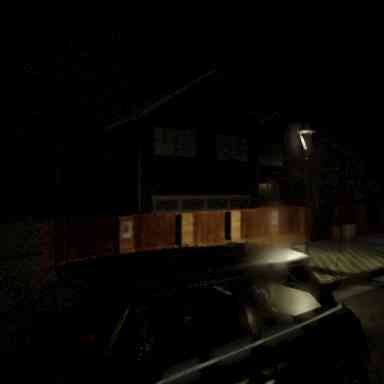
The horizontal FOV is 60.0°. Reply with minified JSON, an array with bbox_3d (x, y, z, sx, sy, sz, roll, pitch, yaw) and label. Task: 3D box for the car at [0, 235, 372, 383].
[{"bbox_3d":[-0.570,1.345,2.665,4.553,1.767,2.097,0,0,-35],"label":"car"}]
